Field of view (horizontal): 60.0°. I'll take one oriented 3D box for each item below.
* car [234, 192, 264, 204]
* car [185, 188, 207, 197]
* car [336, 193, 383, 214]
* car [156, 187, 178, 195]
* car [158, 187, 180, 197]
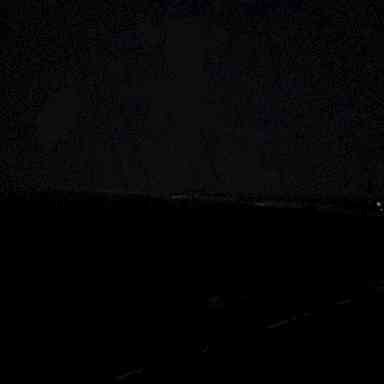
[{"bbox_3d":[7.445,0.732,43.859,1.994,1.385,4.181,-3,4,-35],"label":"car"},{"bbox_3d":[0.707,0.047,58.453,1.837,1.490,4.892,-3,3,-34],"label":"car"},{"bbox_3d":[16.170,1.025,31.467,2.097,1.767,4.553,-3,3,-35],"label":"car"},{"bbox_3d":[-5.090,-0.262,66.593,2.128,1.511,4.902,-3,3,-35],"label":"car"},{"bbox_3d":[-3.957,0.113,60.217,1.994,1.385,4.181,-3,3,-35],"label":"car"}]
